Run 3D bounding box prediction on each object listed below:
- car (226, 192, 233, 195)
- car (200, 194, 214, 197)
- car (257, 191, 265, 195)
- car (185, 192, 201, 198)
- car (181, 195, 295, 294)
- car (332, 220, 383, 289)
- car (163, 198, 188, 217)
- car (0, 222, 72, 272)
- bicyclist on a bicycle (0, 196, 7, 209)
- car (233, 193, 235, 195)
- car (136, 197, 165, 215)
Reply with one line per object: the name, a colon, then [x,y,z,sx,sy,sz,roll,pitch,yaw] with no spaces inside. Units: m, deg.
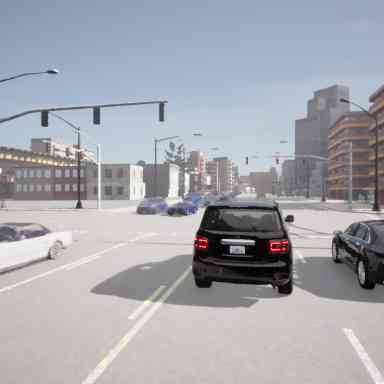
car: [6.386,1.175,64.958,1.895,1.301,4.718,0,1,12]
car: [2.751,1.365,47.469,1.837,1.490,4.892,0,0,12]
car: [17.686,0.559,85.148,2.097,1.767,4.553,0,1,12]
car: [0.305,1.016,52.951,2.150,2.045,5.566,0,1,11]
car: [1.566,1.221,9.093,2.150,2.045,5.566,0,0,15]
car: [5.127,1.505,8.962,1.837,1.490,4.892,0,0,11]
car: [-0.843,1.563,31.039,1.895,1.301,4.718,0,0,14]
car: [-5.608,1.601,9.791,1.895,1.301,4.718,0,0,11]
bicyclist on a bicycle: [-23.709,1.303,41.577,0.582,1.620,1.656,0,0,10]
car: [9.033,0.837,77.753,1.837,1.490,4.892,0,1,12]
car: [-3.885,1.310,33.377,2.097,1.767,4.553,0,0,14]
